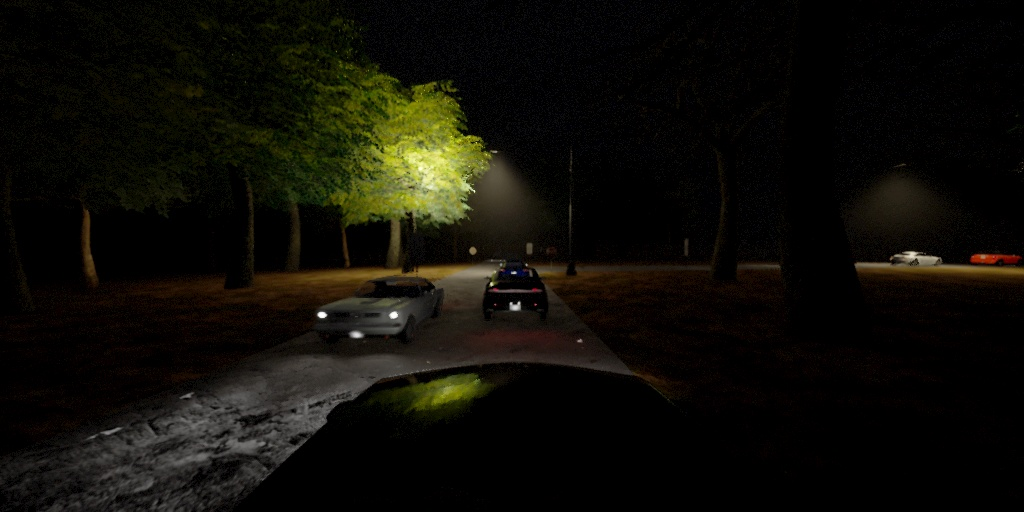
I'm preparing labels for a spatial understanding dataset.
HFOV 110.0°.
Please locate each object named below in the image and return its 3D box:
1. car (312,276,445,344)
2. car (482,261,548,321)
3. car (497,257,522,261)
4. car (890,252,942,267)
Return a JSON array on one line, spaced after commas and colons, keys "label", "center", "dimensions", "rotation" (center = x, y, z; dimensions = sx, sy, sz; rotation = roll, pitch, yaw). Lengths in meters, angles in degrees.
[{"label": "car", "center": [-3.084, 1.233, 9.336], "dimensions": [1.895, 1.301, 4.718], "rotation": [0, 1, 0]}, {"label": "car", "center": [0.105, 1.086, 11.746], "dimensions": [2.128, 1.511, 4.902], "rotation": [0, 1, 0]}, {"label": "car", "center": [0.126, 0.957, 23.780], "dimensions": [1.994, 1.385, 4.181], "rotation": [0, 1, 0]}, {"label": "car", "center": [41.766, 0.318, 37.143], "dimensions": [4.674, 1.442, 1.812], "rotation": [0, 2, -8]}]
